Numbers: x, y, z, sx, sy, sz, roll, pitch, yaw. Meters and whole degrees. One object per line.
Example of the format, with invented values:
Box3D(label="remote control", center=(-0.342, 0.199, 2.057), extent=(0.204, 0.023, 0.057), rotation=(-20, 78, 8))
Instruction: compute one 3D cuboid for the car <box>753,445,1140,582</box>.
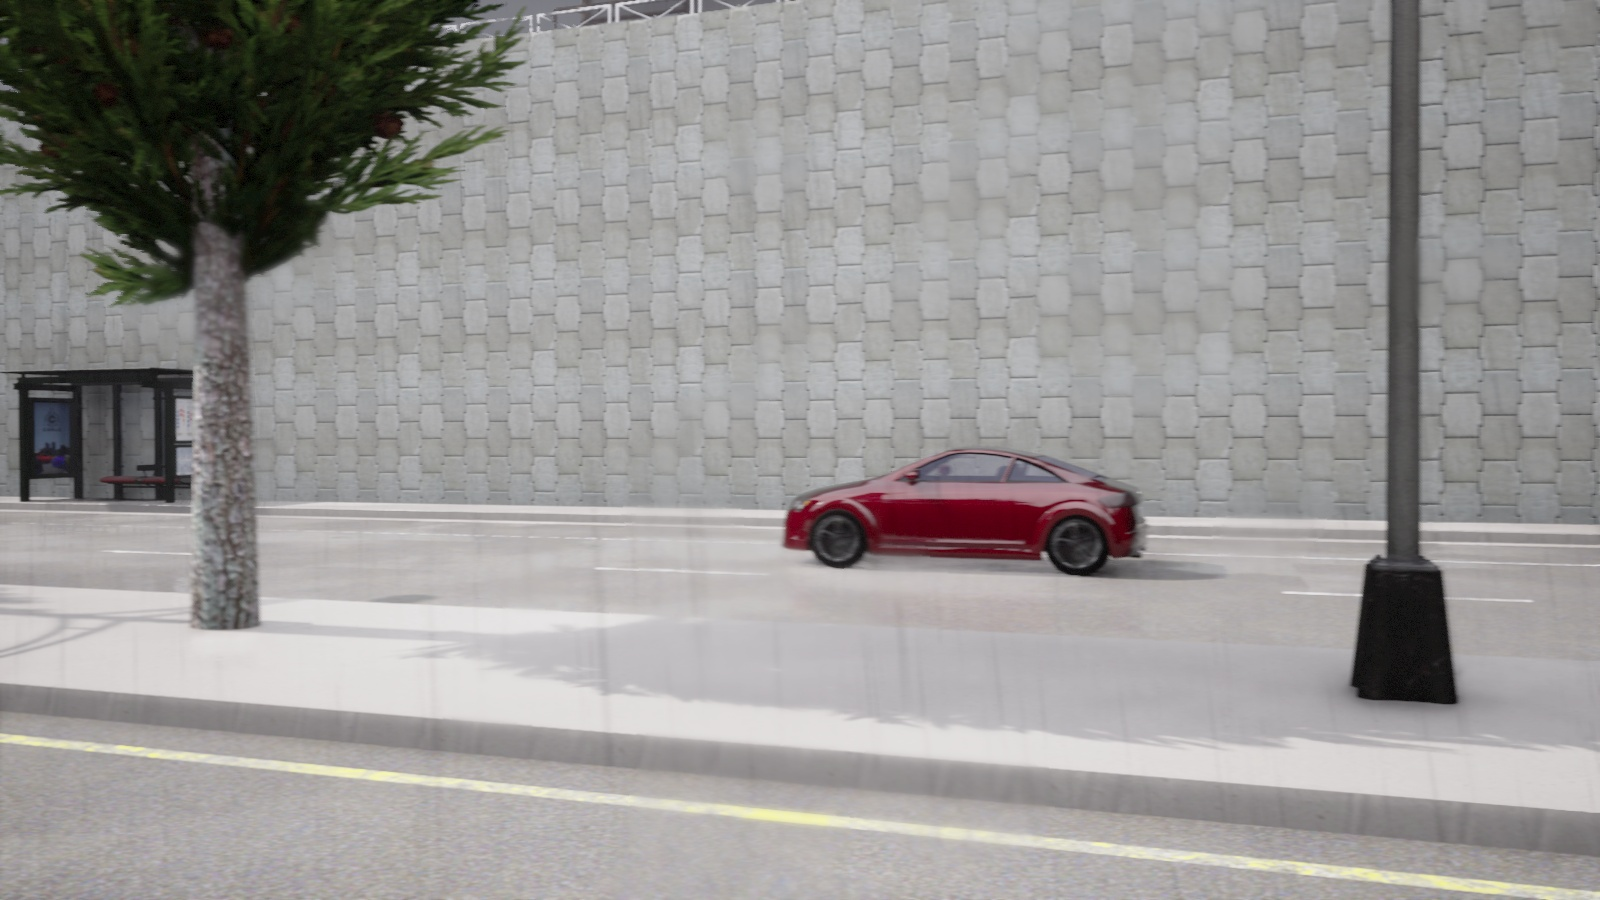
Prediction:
Box3D(label="car", center=(1.759, 0.661, 14.735), extent=(4.181, 1.385, 1.994), rotation=(1, 1, 19))
